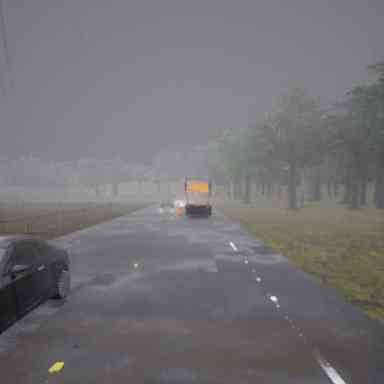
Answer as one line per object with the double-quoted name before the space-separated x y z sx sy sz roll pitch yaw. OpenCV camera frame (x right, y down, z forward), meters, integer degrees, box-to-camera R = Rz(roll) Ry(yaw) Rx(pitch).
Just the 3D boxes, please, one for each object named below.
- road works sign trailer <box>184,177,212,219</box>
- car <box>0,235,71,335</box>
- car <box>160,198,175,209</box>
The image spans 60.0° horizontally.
"road works sign trailer" 0.517 1.024 28.163 2.380 3.560 2.880 0 45 4
"car" -3.602 1.548 5.758 1.812 1.442 4.674 0 0 0
"car" -3.595 1.661 49.025 1.837 1.490 4.892 0 -1 0
